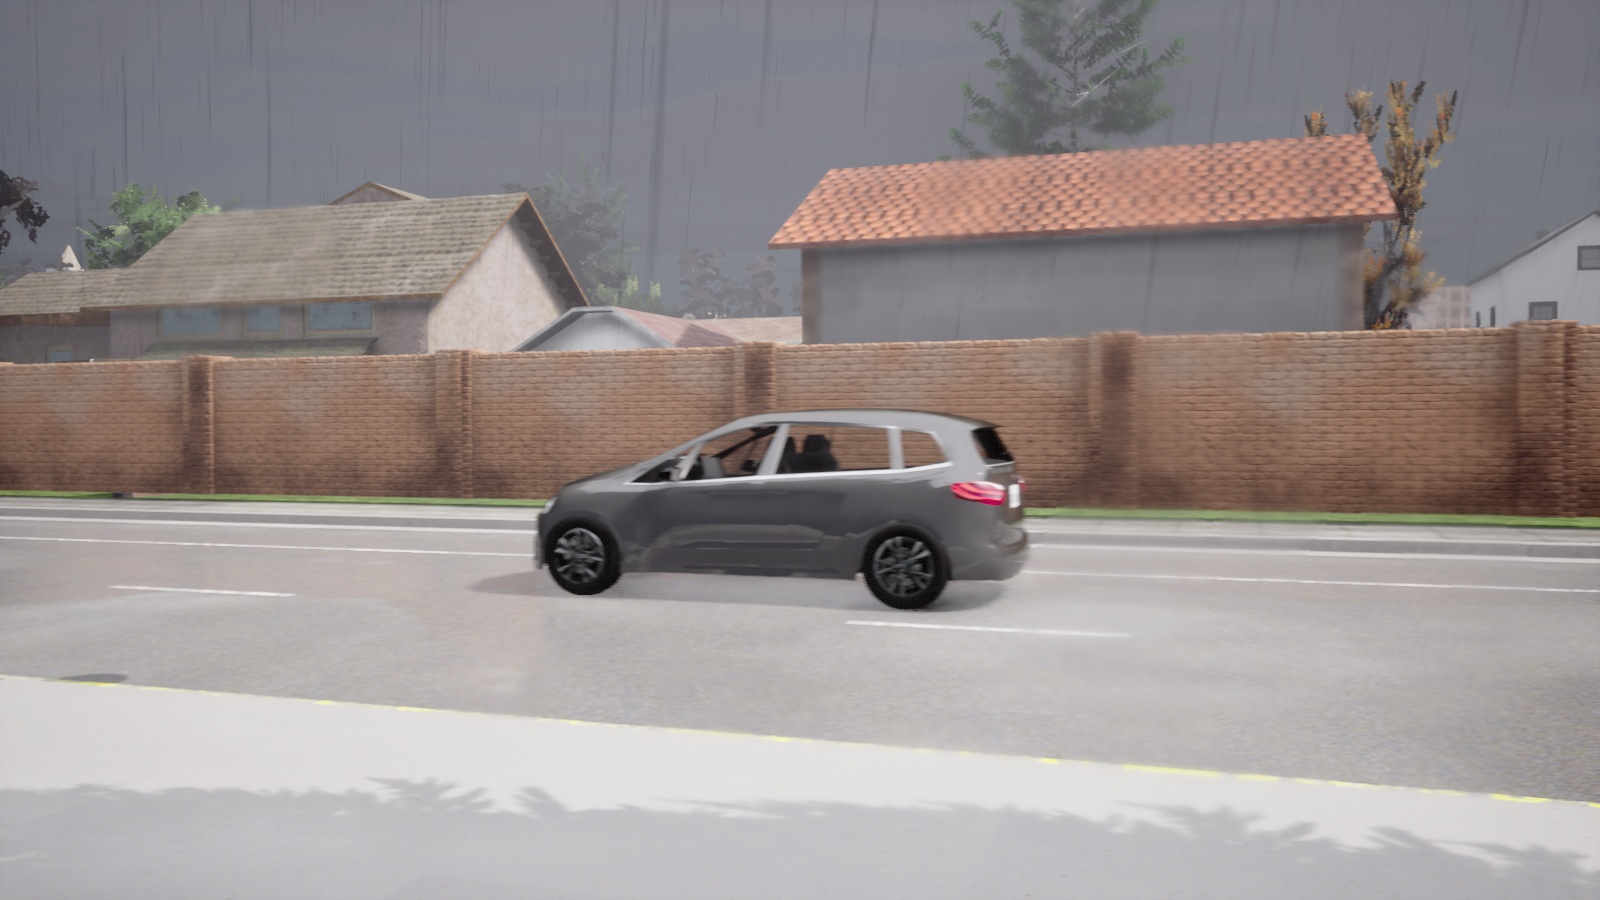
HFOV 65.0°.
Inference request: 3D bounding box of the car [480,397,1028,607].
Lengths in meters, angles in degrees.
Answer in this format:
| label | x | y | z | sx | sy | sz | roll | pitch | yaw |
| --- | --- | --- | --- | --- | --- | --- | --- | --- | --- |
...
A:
| label | x | y | z | sx | sy | sz | roll | pitch | yaw |
| --- | --- | --- | --- | --- | --- | --- | --- | --- | --- |
| car | -0.356 | 0.361 | 11.717 | 4.611 | 1.667 | 2.242 | 1 | 2 | 18 |
